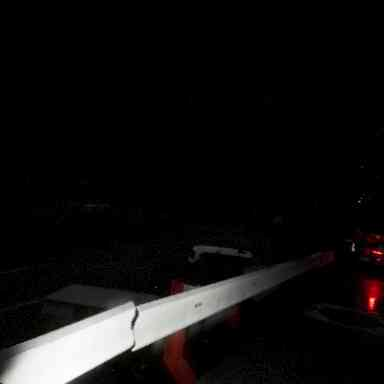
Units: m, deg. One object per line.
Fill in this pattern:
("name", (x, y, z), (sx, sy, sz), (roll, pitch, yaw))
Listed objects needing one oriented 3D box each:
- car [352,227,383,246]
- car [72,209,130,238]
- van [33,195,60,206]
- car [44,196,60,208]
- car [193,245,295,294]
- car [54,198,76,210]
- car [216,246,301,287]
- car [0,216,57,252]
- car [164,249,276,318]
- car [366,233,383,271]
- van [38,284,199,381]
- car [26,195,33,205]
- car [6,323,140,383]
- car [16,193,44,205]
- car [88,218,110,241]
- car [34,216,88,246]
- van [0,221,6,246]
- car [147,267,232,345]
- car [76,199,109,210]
("car", (16.276, 3.988, 30.342), (2.097, 1.767, 4.553), (3, -2, 12))
("car", (-8.716, 3.134, 31.932), (5.566, 2.045, 2.435), (3, 1, 12))
("van", (-24.897, 1.535, 58.091), (1.878, 1.987, 4.442), (4, 2, 13))
("car", (-22.394, 1.987, 56.556), (2.002, 1.452, 4.674), (3, 2, 13))
("car", (2.442, 4.158, 17.793), (5.566, 2.045, 2.435), (4, 2, 12))
("car", (-19.844, 2.129, 55.085), (1.946, 1.575, 5.366), (3, 2, 13))
("car", (4.026, 4.466, 20.367), (4.792, 1.488, 2.163), (4, 2, 12))
("car", (-13.370, 3.053, 24.413), (5.566, 2.045, 2.435), (3, 1, 12))
("car", (0.784, 4.126, 15.221), (5.566, 2.045, 2.435), (4, 2, 12))
("car", (9.238, 2.886, 15.146), (1.812, 1.442, 4.674), (4, -3, 32))
("van", (-2.282, 4.105, 10.084), (4.442, 1.987, 1.878), (4, 2, 12))
("car", (-27.377, 1.568, 59.877), (2.097, 1.535, 5.008), (4, 2, 14))
("car", (-4.010, 4.294, 7.545), (4.892, 1.521, 2.231), (4, 2, 12))
("car", (-29.889, 1.254, 61.498), (2.185, 1.767, 4.553), (3, 2, 13))
("car", (-10.245, 3.389, 29.445), (4.792, 1.488, 2.163), (3, 1, 12))
("car", (-11.799, 3.081, 26.921), (5.566, 2.045, 2.435), (3, 1, 12))
("van", (-15.084, 3.044, 21.926), (4.442, 1.987, 1.878), (3, 1, 12))
("car", (-0.770, 4.227, 12.655), (4.553, 1.767, 2.185), (4, 2, 12))
("car", (-14.865, 2.266, 51.562), (2.435, 2.045, 5.566), (4, 2, 13))
